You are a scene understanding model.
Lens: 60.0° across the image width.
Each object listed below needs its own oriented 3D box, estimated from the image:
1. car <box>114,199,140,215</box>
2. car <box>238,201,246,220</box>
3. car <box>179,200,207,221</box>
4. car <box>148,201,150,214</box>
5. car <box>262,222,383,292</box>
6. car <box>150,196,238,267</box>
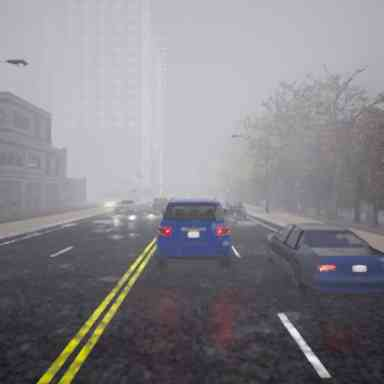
[{"bbox_3d":[-6.589,1.486,34.078,1.812,1.442,4.674,0,0,0],"label":"car"},{"bbox_3d":[3.324,1.463,27.702,2.128,1.511,4.902,0,0,0],"label":"car"},{"bbox_3d":[0.074,1.463,27.677,2.128,1.511,4.902,0,0,0],"label":"car"},{"bbox_3d":[-3.345,1.310,35.028,2.097,1.767,4.553,0,0,0],"label":"car"},{"bbox_3d":[3.298,1.539,9.012,2.033,1.411,5.357,0,0,1],"label":"car"},{"bbox_3d":[0.065,1.211,11.450,2.150,2.045,5.566,0,0,0],"label":"car"}]
